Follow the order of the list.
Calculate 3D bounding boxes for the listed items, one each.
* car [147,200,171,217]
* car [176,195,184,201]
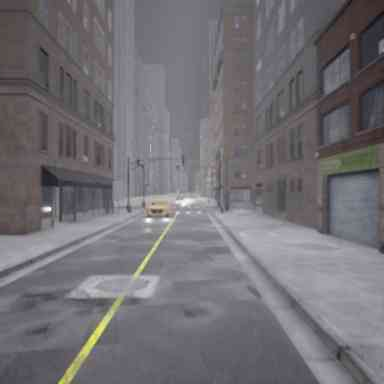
[{"bbox_3d":[-3.023,1.460,31.307,1.882,1.535,5.008,0,0,0],"label":"car"},{"bbox_3d":[-3.033,1.479,81.920,2.128,1.511,4.902,0,0,0],"label":"car"}]
